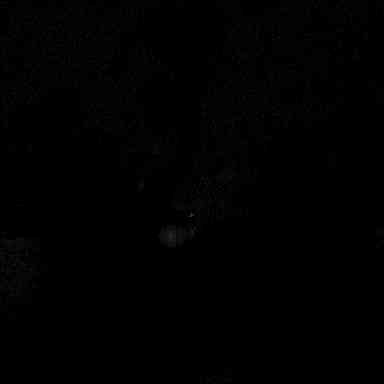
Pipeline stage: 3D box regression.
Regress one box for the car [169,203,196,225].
[{"bbox_3d":[-0.691,1.631,26.110,1.882,1.535,5.008,-2,0,1],"label":"car"}]
